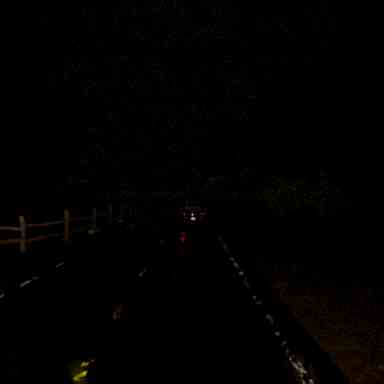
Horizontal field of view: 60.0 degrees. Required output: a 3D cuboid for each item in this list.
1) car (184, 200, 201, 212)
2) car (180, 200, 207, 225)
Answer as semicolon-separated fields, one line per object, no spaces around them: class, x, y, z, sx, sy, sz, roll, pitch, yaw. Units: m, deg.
car;0.081;1.682;41.412;1.994;1.385;4.181;0;0;0
car;0.088;1.585;24.139;1.812;1.442;4.674;0;0;0
